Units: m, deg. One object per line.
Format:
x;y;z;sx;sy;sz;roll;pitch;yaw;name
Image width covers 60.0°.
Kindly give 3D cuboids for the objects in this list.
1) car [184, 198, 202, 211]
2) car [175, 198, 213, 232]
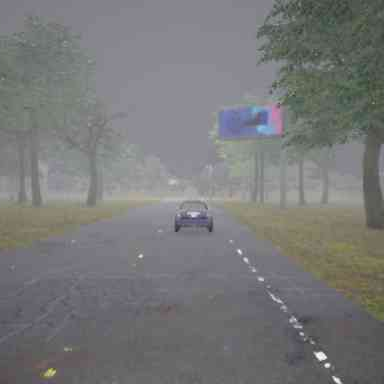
0.100;1.431;39.264;1.994;1.385;4.181;0;0;0;car
0.100;1.273;19.778;2.097;1.767;4.553;0;0;0;car
